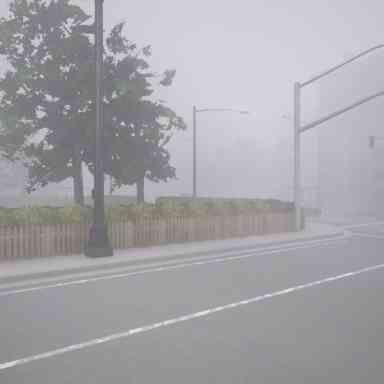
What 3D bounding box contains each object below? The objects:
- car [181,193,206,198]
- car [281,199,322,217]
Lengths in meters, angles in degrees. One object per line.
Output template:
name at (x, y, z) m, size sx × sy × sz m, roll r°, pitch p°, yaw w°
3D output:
car at (0.416, 1.220, 44.304) m, size 2.150 × 2.045 × 5.566 m, roll 0°, pitch 0°, yaw -35°
car at (9.618, 1.478, 31.006) m, size 1.882 × 1.535 × 5.008 m, roll 0°, pitch 0°, yaw -35°
